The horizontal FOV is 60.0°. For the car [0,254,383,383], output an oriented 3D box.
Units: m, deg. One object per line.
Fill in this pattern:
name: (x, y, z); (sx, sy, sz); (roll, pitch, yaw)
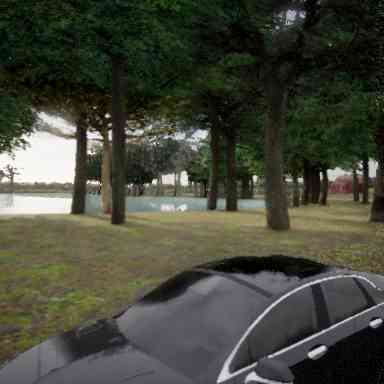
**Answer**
car: (0.565, 1.516, 3.458); (4.892, 1.490, 1.837); (0, 0, -35)
